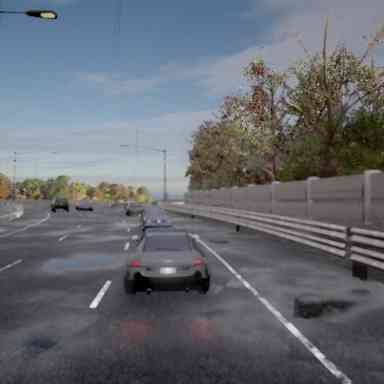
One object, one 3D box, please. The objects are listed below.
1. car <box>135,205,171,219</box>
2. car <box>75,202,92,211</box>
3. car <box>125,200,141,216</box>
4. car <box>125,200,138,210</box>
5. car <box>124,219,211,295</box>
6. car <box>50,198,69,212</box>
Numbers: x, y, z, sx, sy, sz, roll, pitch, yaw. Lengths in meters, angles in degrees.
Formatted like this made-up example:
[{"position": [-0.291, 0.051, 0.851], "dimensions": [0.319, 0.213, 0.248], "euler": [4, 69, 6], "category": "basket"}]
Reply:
[{"position": [-2.455, 1.815, 22.052], "dimensions": [2.033, 1.411, 5.357], "euler": [0, -1, -12], "category": "car"}, {"position": [-16.571, 2.188, 50.697], "dimensions": [1.994, 1.385, 4.181], "euler": [0, -1, -28], "category": "car"}, {"position": [-6.699, 1.962, 38.657], "dimensions": [2.128, 1.511, 4.902], "euler": [0, -1, -14], "category": "car"}, {"position": [-9.995, 2.146, 55.101], "dimensions": [1.882, 1.535, 5.008], "euler": [0, -1, -9], "category": "car"}, {"position": [-0.708, 1.673, 9.075], "dimensions": [1.994, 1.385, 4.181], "euler": [0, -1, -6], "category": "car"}, {"position": [-19.582, 1.830, 49.058], "dimensions": [2.150, 2.045, 5.566], "euler": [0, -1, -28], "category": "car"}]
